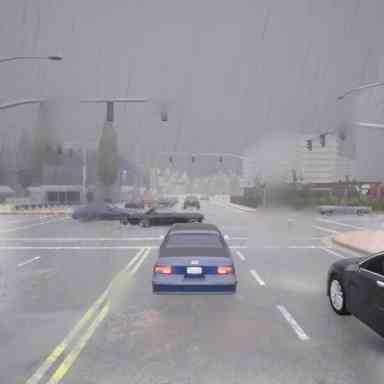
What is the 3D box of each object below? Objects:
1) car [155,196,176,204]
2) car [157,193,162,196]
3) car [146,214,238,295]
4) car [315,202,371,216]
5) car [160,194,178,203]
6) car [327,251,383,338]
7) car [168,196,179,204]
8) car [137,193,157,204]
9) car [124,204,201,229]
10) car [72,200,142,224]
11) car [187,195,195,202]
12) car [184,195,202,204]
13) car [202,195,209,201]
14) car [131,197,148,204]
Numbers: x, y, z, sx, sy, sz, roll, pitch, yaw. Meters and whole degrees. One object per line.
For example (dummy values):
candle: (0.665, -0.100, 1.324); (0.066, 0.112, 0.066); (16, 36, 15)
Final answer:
car: (-3.755, 1.601, 47.558); (1.895, 1.301, 4.718); (0, 0, 0)
car: (-7.265, 1.352, 61.823); (2.097, 1.767, 4.553); (0, 0, 0)
car: (0.053, 1.547, 8.881); (2.033, 1.411, 5.357); (0, 0, 0)
car: (14.343, 1.601, 31.804); (4.718, 1.301, 1.895); (0, 0, 1)
car: (-3.771, 1.491, 56.828); (2.128, 1.511, 4.902); (0, 0, 0)
car: (3.547, 1.505, 4.636); (1.837, 1.490, 4.892); (0, 0, 0)
car: (-3.748, 1.564, 66.696); (1.994, 1.385, 4.181); (0, 0, 0)
car: (-7.260, 1.221, 51.896); (2.150, 2.045, 5.566); (0, 0, 0)
car: (-1.522, 1.601, 20.760); (4.718, 1.301, 1.895); (0, 0, 0)
car: (-6.305, 1.525, 24.207); (4.674, 1.442, 1.812); (0, 0, -1)
car: (-0.237, 1.478, 74.262); (1.882, 1.535, 5.008); (0, 0, 0)
car: (-0.065, 1.352, 46.584); (2.097, 1.767, 4.553); (0, 0, 0)
car: (3.222, 1.552, 84.560); (1.994, 1.385, 4.181); (0, 0, 0)
car: (-7.287, 1.601, 42.252); (1.895, 1.301, 4.718); (0, 0, 1)
